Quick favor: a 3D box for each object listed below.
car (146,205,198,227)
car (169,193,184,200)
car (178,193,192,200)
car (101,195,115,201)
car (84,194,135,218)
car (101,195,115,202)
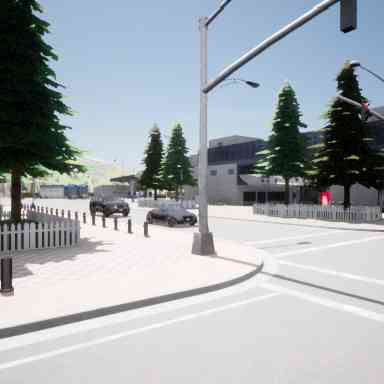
[{"bbox_3d":[-1.450,1.579,22.849,1.994,1.385,4.181,0,0,-37],"label":"car"},{"bbox_3d":[-3.922,1.113,85.982,1.932,1.855,4.605,0,0,-37],"label":"car"},{"bbox_3d":[-1.834,1.092,88.044,1.905,1.878,3.866,0,0,-37],"label":"car"},{"bbox_3d":[-20.958,1.399,82.757,1.970,1.475,3.806,0,0,-37],"label":"car"},{"bbox_3d":[-7.885,1.237,31.366,2.150,2.045,5.566,0,0,-37],"label":"car"},{"bbox_3d":[-18.931,1.389,75.022,1.845,1.501,3.633,0,0,-37],"label":"car"}]
